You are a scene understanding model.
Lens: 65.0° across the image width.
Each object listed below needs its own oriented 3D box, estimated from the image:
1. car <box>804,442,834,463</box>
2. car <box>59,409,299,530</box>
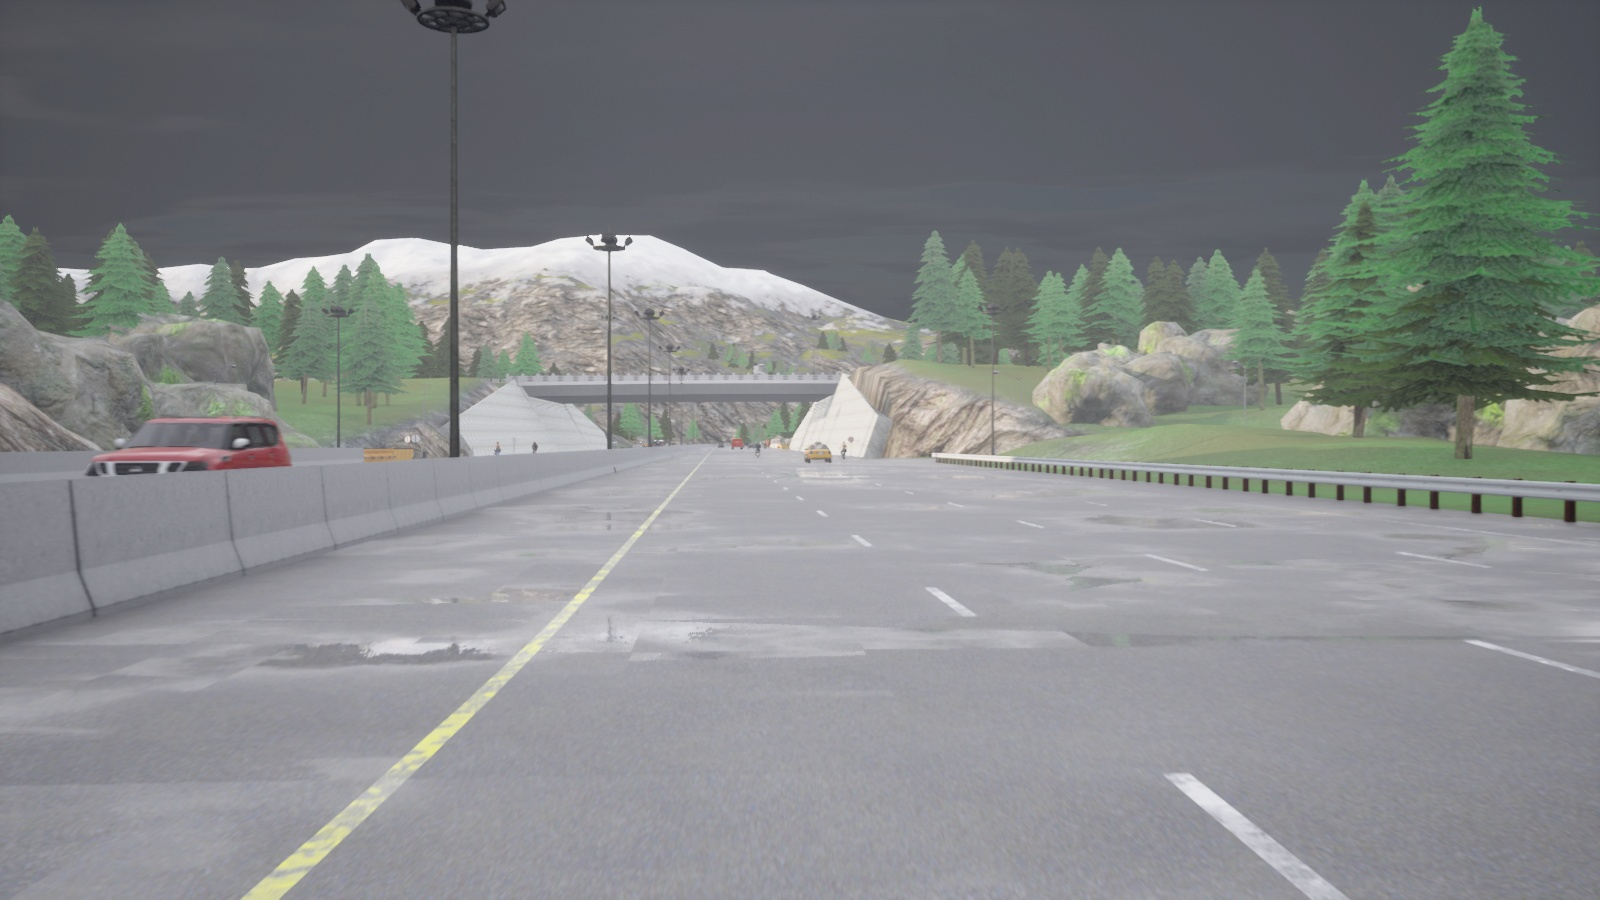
[{"bbox_3d":[1.383,0.155,94.319,1.801,1.575,5.366,0,0,-4],"label":"car"},{"bbox_3d":[-11.656,0.321,24.113,2.150,2.045,5.566,0,0,-4],"label":"car"}]
